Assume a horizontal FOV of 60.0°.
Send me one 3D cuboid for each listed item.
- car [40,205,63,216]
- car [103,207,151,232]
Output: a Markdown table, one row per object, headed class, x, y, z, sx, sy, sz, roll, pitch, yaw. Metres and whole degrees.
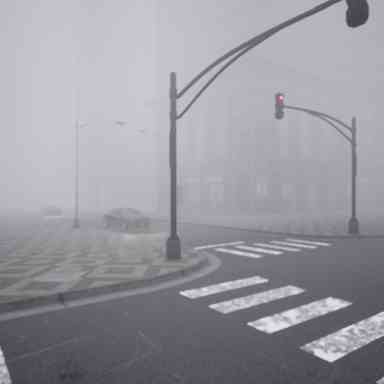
| class | x | y | z | sx | sy | sz | roll | pitch | yaw |
| --- | --- | --- | --- | --- | --- | --- | --- | --- | --- |
| car | -17.856 | 2.327 | 42.172 | 1.994 | 1.385 | 4.181 | 0 | -1 | -35 |
| car | -4.664 | 1.841 | 23.453 | 1.882 | 1.535 | 5.008 | 0 | -1 | -35 |
